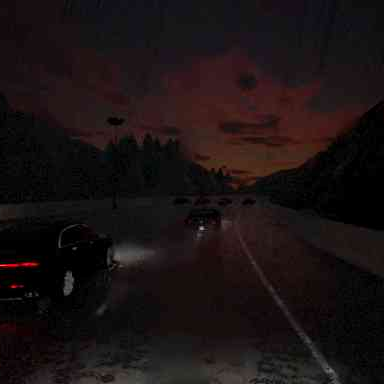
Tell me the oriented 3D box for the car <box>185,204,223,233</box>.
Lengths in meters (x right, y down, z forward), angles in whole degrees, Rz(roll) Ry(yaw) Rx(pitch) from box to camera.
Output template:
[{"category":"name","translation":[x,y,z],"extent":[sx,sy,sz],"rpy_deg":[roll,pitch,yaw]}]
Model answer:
[{"category":"car","translation":[0.787,1.628,19.761],"extent":[1.895,1.301,4.718],"rpy_deg":[1,0,7]}]

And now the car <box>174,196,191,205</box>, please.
[{"category":"car","translation":[-1.690,1.521,58.695],"extent":[2.128,1.511,4.902],"rpy_deg":[0,0,18]}]

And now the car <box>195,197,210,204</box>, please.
[{"category":"car","translation":[1.850,1.579,58.299],"extent":[1.837,1.490,4.892],"rpy_deg":[0,0,18]}]

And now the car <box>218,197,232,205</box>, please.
[{"category":"car","translation":[6.024,1.634,59.971],"extent":[1.837,1.490,4.892],"rpy_deg":[0,0,18]}]

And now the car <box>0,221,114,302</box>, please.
[{"category":"car","translation":[-3.372,1.470,8.221],"extent":[1.837,1.490,4.892],"rpy_deg":[0,0,3]}]

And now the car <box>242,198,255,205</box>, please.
[{"category":"car","translation":[10.899,1.757,63.613],"extent":[1.994,1.385,4.181],"rpy_deg":[1,0,18]}]
